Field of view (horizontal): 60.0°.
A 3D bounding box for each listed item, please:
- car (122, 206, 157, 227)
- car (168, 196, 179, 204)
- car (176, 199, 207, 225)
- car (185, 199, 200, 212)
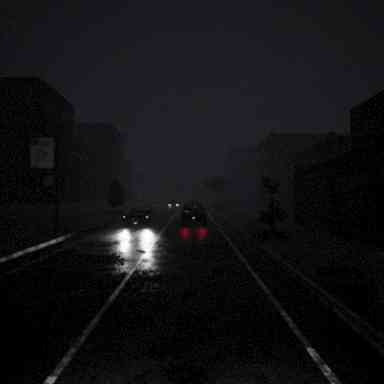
[{"bbox_3d":[-3.561,1.656,23.150,1.895,1.301,4.718,0,0,0],"label":"car"},{"bbox_3d":[-3.526,1.602,64.691,1.812,1.442,4.674,0,0,1],"label":"car"},{"bbox_3d":[0.112,1.552,24.813,2.128,1.511,4.902,0,0,0],"label":"car"},{"bbox_3d":[0.109,1.633,42.882,1.837,1.490,4.892,0,0,0],"label":"car"}]
